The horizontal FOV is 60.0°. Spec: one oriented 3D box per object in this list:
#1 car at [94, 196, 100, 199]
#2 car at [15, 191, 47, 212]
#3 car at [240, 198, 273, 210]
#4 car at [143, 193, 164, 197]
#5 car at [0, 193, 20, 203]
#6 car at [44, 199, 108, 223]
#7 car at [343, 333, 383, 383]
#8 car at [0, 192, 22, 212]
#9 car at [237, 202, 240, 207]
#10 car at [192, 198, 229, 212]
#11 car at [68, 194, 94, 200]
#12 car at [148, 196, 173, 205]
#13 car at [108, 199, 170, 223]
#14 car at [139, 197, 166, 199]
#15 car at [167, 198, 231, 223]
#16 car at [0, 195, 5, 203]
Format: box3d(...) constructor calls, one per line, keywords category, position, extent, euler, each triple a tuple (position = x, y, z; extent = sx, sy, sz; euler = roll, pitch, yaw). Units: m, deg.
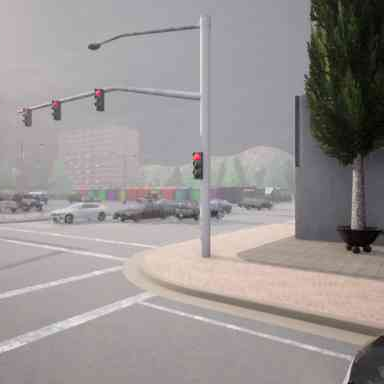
box3d(category="car", position=(-19.488, 1.364, 64.933), extent=(3.905, 1.438, 1.784), euler=(0, 0, 35))
box3d(category="car", position=(-18.181, 1.156, 36.463), extent=(3.866, 1.878, 1.905), euler=(0, 0, 35))
box3d(category="car", position=(8.756, 1.547, 42.974), extent=(2.033, 1.411, 5.357), euler=(0, 0, 37))
box3d(category="car", position=(-6.889, 1.156, 52.513), extent=(3.866, 1.878, 1.905), euler=(0, 0, 35))
box3d(category="car", position=(-36.716, 1.153, 66.760), extent=(4.605, 1.855, 1.932), euler=(0, 0, 35))
box3d(category="car", position=(-8.523, 1.526, 25.537), extent=(1.812, 1.442, 4.674), euler=(0, 0, 38))
box3d(category="car", position=(3.375, 1.492, 1.558), extent=(4.902, 1.511, 2.128), euler=(0, 0, 36))
box3d(category="car", position=(-19.895, 1.153, 34.131), extent=(4.605, 1.855, 1.932), euler=(0, 0, 35))
box3d(category="car", position=(8.680, 1.547, 48.682), extent=(2.033, 1.411, 5.357), euler=(0, 0, 37))
box3d(category="car", position=(2.341, 1.491, 40.240), extent=(2.128, 1.511, 4.902), euler=(0, 0, 37))
box3d(category="car", position=(-21.211, 1.153, 62.604), extent=(4.605, 1.855, 1.932), euler=(0, 0, 35))
box3d(category="car", position=(-5.210, 1.395, 54.872), extent=(3.806, 1.475, 1.970), euler=(0, 0, 35))
box3d(category="car", position=(-3.685, 1.547, 26.272), extent=(2.033, 1.411, 5.357), euler=(0, 0, 36))
box3d(category="car", position=(-3.136, 1.526, 32.879), extent=(1.812, 1.442, 4.674), euler=(0, 0, 37))
box3d(category="car", position=(0.668, 1.491, 25.917), extent=(2.128, 1.511, 4.902), euler=(0, 0, 36))
box3d(category="car", position=(-38.223, 1.364, 64.539), extent=(3.905, 1.438, 1.784), euler=(0, 0, 35))
